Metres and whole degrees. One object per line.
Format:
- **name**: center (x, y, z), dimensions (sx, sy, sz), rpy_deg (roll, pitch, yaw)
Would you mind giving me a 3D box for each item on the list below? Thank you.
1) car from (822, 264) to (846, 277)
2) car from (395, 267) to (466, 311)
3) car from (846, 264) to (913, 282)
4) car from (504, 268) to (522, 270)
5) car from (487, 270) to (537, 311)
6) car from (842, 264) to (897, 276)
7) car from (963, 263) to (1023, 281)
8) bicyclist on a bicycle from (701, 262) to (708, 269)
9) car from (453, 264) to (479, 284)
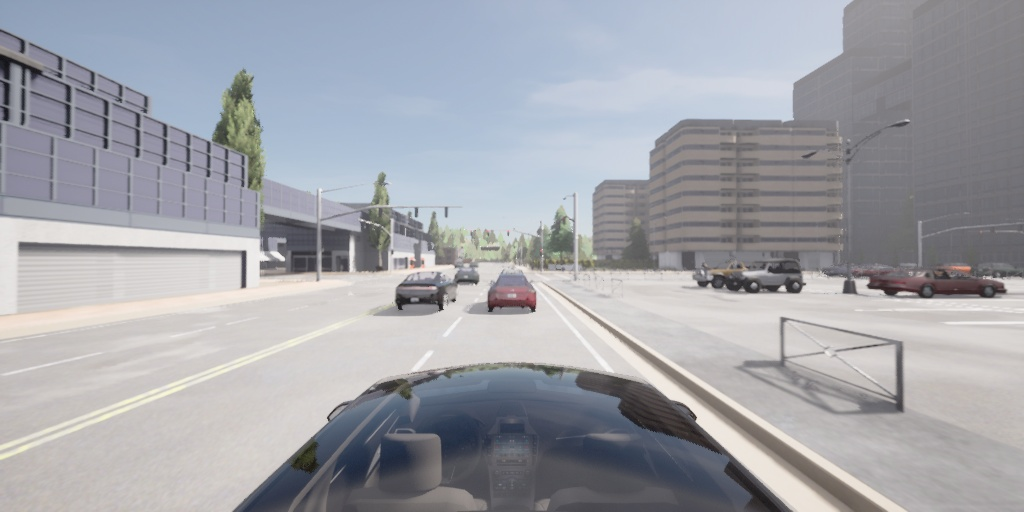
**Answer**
- **car**: center (38.990, 1.755, 41.410), dimensions (4.181, 1.385, 1.994), rpy_deg (0, -1, -1)
- **car**: center (-3.485, 1.393, 15.332), dimensions (2.128, 1.511, 4.902), rpy_deg (0, 0, 0)
- **car**: center (38.785, 1.753, 37.903), dimensions (4.718, 1.301, 1.895), rpy_deg (0, -1, -1)
- **car**: center (0.088, 1.665, 30.158), dimensions (1.895, 1.301, 4.718), rpy_deg (0, -1, 6)
- **car**: center (0.015, 1.465, 15.342), dimensions (1.994, 1.385, 4.181), rpy_deg (0, -1, 1)
- **car**: center (44.876, 1.724, 45.118), dimensions (4.902, 1.511, 2.128), rpy_deg (0, -1, -1)
- **car**: center (52.025, 1.509, 38.309), dimensions (4.553, 1.767, 2.097), rpy_deg (0, -1, -2)
- **bicyclist on a bicycle**: center (17.934, 1.403, 33.422), dimensions (0.582, 1.620, 1.656), rpy_deg (0, -1, -2)
- **car**: center (-3.818, 1.629, 30.180), dimensions (1.994, 1.385, 4.181), rpy_deg (0, -1, -5)
